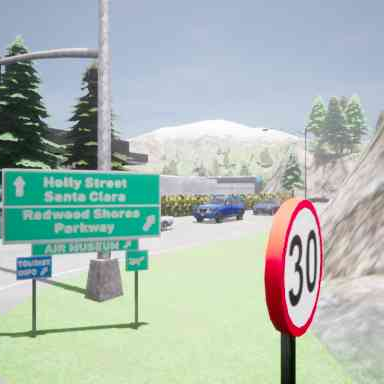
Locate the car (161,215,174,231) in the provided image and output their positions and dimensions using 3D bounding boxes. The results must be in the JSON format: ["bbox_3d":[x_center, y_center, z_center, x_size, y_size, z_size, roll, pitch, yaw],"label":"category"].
[{"bbox_3d":[-3.253,1.792,20.021,1.895,1.301,4.718,0,0,36],"label":"car"}]

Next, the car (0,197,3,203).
[{"bbox_3d":[-12.410,1.505,26.008,1.905,1.878,3.866,0,0,35],"label":"car"}]

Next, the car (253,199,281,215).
[{"bbox_3d":[8.345,1.544,36.034,2.097,1.767,4.553,0,0,36],"label":"car"}]

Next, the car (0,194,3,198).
[{"bbox_3d":[-38.725,1.490,69.883,4.514,1.523,2.007,0,0,35],"label":"car"}]

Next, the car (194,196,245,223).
[{"bbox_3d":[2.431,1.413,27.877,2.150,2.045,5.566,0,0,36],"label":"car"}]

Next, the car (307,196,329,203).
[{"bbox_3d":[28.319,1.717,74.690,2.128,1.511,4.902,0,0,-42],"label":"car"}]
